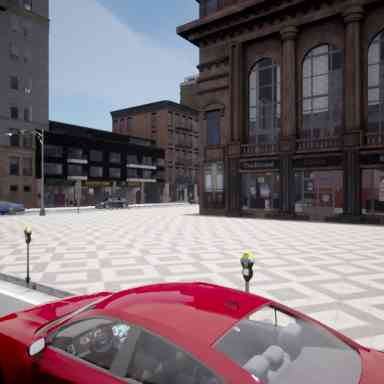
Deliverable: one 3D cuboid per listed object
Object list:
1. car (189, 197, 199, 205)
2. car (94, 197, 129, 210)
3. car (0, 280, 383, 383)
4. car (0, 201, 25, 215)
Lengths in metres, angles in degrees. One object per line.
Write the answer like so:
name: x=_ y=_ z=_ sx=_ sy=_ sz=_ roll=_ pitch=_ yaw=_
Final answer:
car: x=1.640 y=1.553 z=58.962 sx=2.033 sy=1.411 sz=5.357 roll=0 pitch=0 yaw=36
car: x=-10.308 y=1.471 z=42.862 sx=1.837 sy=1.490 sz=4.892 roll=0 pitch=0 yaw=36
car: x=-0.294 y=1.545 z=3.055 sx=4.507 sy=1.381 sz=1.887 roll=0 pitch=0 yaw=35
car: x=-18.738 y=1.506 z=31.394 sx=2.033 sy=1.411 sz=5.357 roll=0 pitch=0 yaw=36
